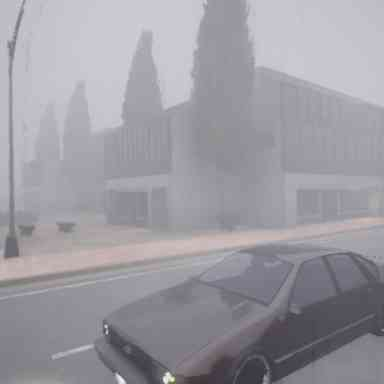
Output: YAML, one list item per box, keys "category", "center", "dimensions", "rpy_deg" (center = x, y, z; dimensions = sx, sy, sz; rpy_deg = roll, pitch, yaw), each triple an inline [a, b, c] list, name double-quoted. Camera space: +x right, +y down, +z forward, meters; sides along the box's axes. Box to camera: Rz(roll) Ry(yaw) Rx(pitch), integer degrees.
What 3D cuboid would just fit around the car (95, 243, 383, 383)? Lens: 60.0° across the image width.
- category: "car"
  center: [1.397, 1.550, 5.036]
  dimensions: [5.357, 1.411, 2.033]
  rpy_deg: [-1, 0, -37]
